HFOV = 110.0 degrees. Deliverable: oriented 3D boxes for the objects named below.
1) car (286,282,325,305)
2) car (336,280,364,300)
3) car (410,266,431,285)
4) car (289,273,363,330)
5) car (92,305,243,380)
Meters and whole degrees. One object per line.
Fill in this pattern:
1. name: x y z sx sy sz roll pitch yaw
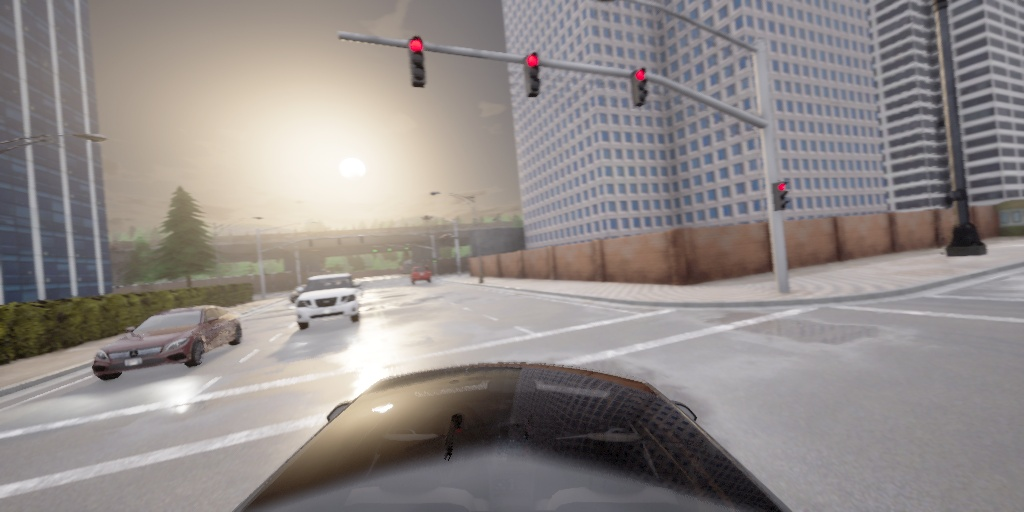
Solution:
1. car: -17.614 3.166 30.863 2.033 1.411 5.357 -5 0 -21
2. car: -14.032 2.883 31.290 1.895 1.301 4.718 -5 0 -22
3. car: -11.130 2.314 43.728 2.150 2.045 5.566 -5 -1 -17
4. car: -7.931 1.817 15.873 2.150 2.045 5.566 -5 0 -22
5. car: -9.401 2.223 10.291 1.812 1.442 4.674 -5 0 -21
